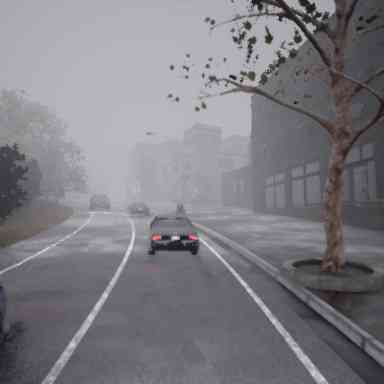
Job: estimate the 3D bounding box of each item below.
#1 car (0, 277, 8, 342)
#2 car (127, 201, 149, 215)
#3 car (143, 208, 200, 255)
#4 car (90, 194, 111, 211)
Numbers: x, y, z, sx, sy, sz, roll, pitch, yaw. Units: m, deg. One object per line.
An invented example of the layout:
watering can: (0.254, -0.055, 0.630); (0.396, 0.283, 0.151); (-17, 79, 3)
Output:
car: (-3.525, 1.535, 3.110); (1.812, 1.442, 4.674); (0, 0, -3)
car: (-5.940, 1.718, 36.343); (1.994, 1.385, 4.181); (2, -1, -18)
car: (-0.847, 1.592, 13.574); (2.033, 1.411, 5.357); (0, 0, -7)
car: (-11.890, 1.293, 42.930); (2.150, 2.045, 5.566); (2, -1, -22)
